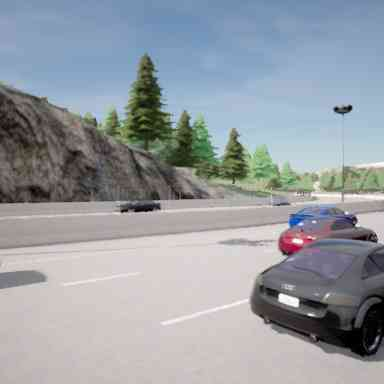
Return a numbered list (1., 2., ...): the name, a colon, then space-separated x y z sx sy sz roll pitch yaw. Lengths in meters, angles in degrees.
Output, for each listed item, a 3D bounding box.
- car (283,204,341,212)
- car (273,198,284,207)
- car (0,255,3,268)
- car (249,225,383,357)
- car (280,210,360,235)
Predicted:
1. car: 7.479 1.500 18.718 5.008 1.535 1.882 0 0 -40
2. car: 10.532 1.498 40.703 1.812 1.442 4.674 0 0 45
3. car: -6.952 1.621 7.452 4.718 1.301 1.895 0 0 -35
4. car: 3.027 1.571 6.142 4.181 1.385 1.994 0 0 -37
5. car: 5.032 1.579 12.159 4.181 1.385 1.994 0 0 -39
